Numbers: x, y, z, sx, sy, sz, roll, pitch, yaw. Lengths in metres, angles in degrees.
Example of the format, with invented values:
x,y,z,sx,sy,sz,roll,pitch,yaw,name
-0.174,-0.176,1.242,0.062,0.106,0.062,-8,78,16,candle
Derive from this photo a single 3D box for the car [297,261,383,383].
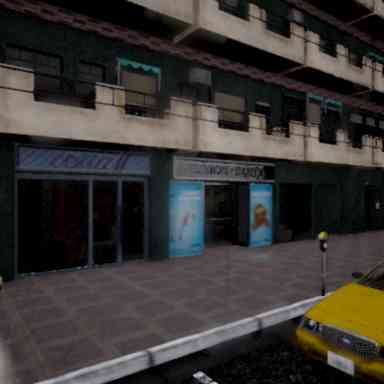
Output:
x,y,z,sx,sy,sz,roll,pitch,yaw,name
3.557,1.508,4.961,4.829,1.417,1.752,0,0,-35,car
